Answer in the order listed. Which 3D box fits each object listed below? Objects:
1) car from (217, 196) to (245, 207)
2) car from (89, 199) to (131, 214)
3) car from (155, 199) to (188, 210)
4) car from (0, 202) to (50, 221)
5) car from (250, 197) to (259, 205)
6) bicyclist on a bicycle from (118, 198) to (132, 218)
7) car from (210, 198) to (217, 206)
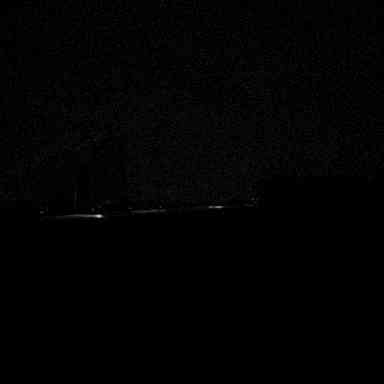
[{"bbox_3d":[6.238,1.405,50.354,1.882,1.535,5.008,-1,-1,36],"label":"car"},{"bbox_3d":[-8.417,1.496,34.596,1.812,1.442,4.674,-1,-1,35],"label":"car"},{"bbox_3d":[-2.655,1.558,42.752,1.895,1.301,4.718,-1,-1,35],"label":"car"},{"bbox_3d":[-14.144,1.539,26.418,2.033,1.411,5.357,-1,-1,34],"label":"car"},{"bbox_3d":[11.933,1.477,58.536,2.128,1.511,4.902,-1,-1,35],"label":"car"},{"bbox_3d":[-5.675,1.351,28.099,1.656,1.620,0.582,0,0,35],"label":"bicyclist on a bicycle"},{"bbox_3d":[4.642,1.510,53.007,1.812,1.442,4.674,-1,-1,36],"label":"car"}]
